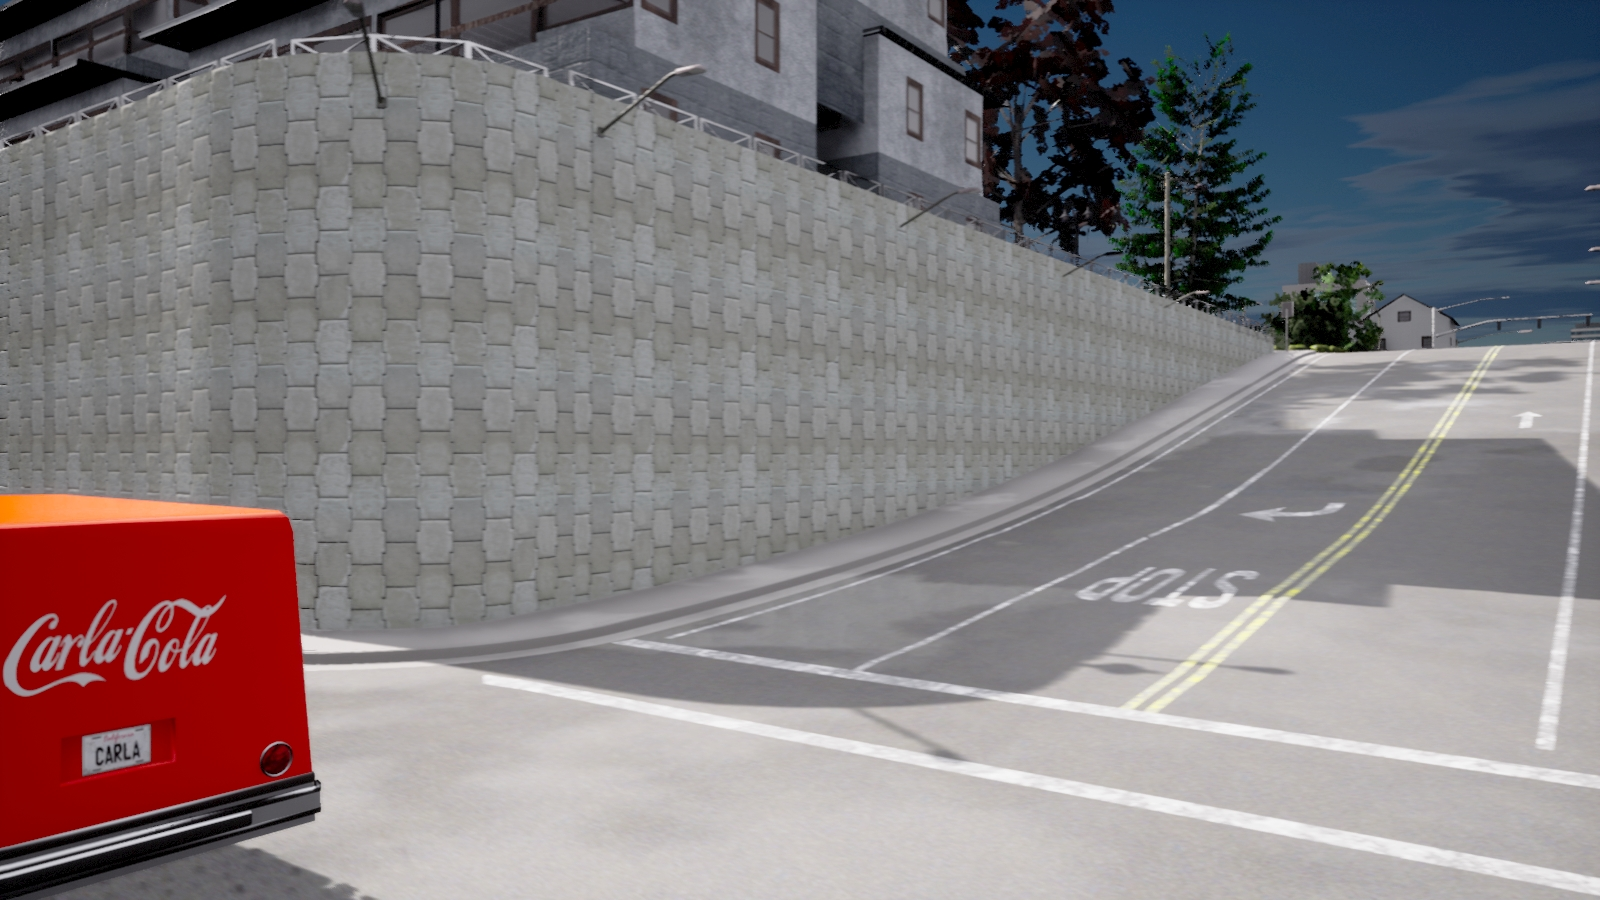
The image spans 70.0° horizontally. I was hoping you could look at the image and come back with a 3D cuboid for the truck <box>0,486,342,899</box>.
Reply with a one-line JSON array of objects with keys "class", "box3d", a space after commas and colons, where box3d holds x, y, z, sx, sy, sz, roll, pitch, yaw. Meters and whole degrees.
[{"class": "truck", "box3d": [-5.851, 1.560, 7.860, 5.204, 2.467, 2.627, 0, 0, 36]}]
